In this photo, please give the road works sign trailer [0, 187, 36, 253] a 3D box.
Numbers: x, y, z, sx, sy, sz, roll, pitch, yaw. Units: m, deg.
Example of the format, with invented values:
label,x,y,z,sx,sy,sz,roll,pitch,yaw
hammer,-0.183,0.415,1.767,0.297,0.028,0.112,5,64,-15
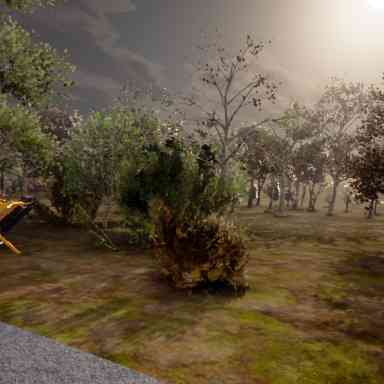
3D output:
label,x,y,z,sx,sy,sz,roll,pitch,yaw
road works sign trailer,-7.412,1.194,13.061,2.880,2.380,3.560,46,-7,-7
